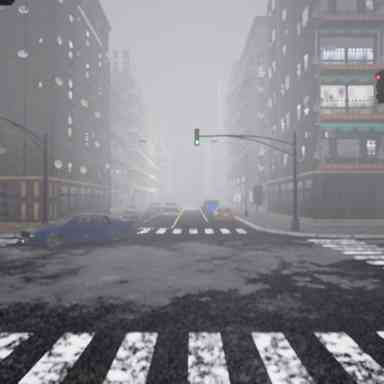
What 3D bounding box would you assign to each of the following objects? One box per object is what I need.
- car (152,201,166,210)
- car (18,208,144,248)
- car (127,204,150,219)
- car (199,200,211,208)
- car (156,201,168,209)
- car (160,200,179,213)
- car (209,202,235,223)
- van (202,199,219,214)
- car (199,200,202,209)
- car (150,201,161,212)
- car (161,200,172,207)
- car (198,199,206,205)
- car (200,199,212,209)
[{"bbox_3d":[-5.340,2.158,53.786,1.752,1.417,4.829,1,-1,0],"label":"car"},{"bbox_3d":[-5.270,1.735,16.042,5.357,1.411,2.033,0,-1,-43],"label":"car"},{"bbox_3d":[-5.455,1.912,31.326,2.008,1.369,4.403,1,-1,0],"label":"car"},{"bbox_3d":[2.533,2.325,65.329,2.008,1.369,4.403,1,-1,0],"label":"car"},{"bbox_3d":[-5.344,2.286,59.613,1.802,1.307,4.206,1,-1,0],"label":"car"},{"bbox_3d":[-2.778,2.068,45.522,2.033,1.411,5.357,0,-1,0],"label":"car"},{"bbox_3d":[2.686,1.857,28.877,1.752,1.417,4.829,1,-1,0],"label":"car"},{"bbox_3d":[2.582,1.838,42.711,1.690,1.788,3.998,1,-1,0],"label":"van"},{"bbox_3d":[2.546,1.881,48.365,2.192,1.841,5.009,1,-1,0],"label":"car"},{"bbox_3d":[-5.337,2.147,48.298,1.802,1.307,4.206,1,-1,0],"label":"car"},{"bbox_3d":[-5.351,2.396,70.928,2.008,1.369,4.403,1,-1,0],"label":"car"},{"bbox_3d":[2.522,2.535,82.296,1.887,1.381,4.507,1,-1,0],"label":"car"},{"bbox_3d":[2.538,2.144,59.675,1.967,1.590,4.097,1,-1,0],"label":"car"}]
